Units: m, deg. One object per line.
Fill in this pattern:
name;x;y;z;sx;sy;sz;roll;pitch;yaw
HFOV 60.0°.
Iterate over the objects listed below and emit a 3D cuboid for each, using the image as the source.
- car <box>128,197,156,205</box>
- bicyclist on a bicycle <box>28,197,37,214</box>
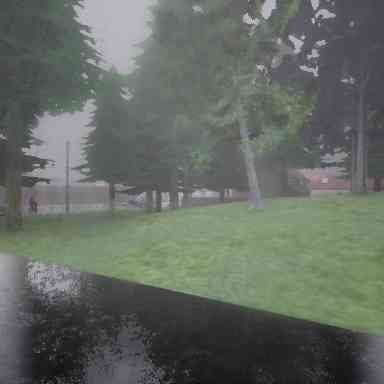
car;-8.619;1.559;57.677;2.033;1.411;5.357;0;0;35
bicyclist on a bicycle;-15.894;1.348;33.151;1.656;1.620;0.582;0;0;35
